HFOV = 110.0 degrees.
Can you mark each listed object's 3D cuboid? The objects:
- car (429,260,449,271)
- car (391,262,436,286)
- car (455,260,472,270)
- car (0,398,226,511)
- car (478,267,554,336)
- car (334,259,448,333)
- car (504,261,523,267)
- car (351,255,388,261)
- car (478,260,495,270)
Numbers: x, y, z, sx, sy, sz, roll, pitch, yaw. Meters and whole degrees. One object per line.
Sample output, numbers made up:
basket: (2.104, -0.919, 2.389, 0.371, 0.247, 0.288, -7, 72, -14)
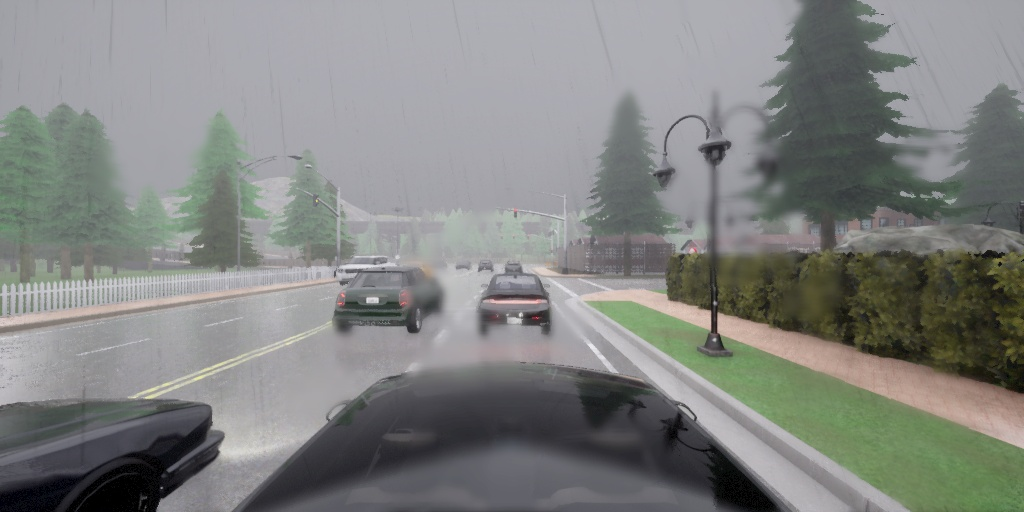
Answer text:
car: (-10.411, 1.314, 51.241, 1.994, 1.385, 4.181, 0, 0, 1)
car: (-7.049, 1.227, 26.273, 1.882, 1.535, 5.008, 0, 0, 0)
car: (-6.912, 1.257, 51.253, 1.837, 1.490, 4.892, 0, -1, 0)
car: (-3.405, 1.298, 0.584, 2.033, 1.411, 5.357, 0, 0, 0)
car: (0.101, 1.242, 10.394, 2.128, 1.511, 4.902, 0, 0, 0)
car: (-3.395, 1.102, 10.876, 2.097, 1.767, 4.553, 0, 0, 0)
car: (0.182, 1.241, 40.202, 2.128, 1.511, 4.902, 0, 0, 0)
car: (-10.549, 0.971, 26.088, 2.150, 2.045, 5.566, 0, 0, 0)
car: (-3.308, 1.255, 46.003, 1.837, 1.490, 4.892, 0, 0, 0)
